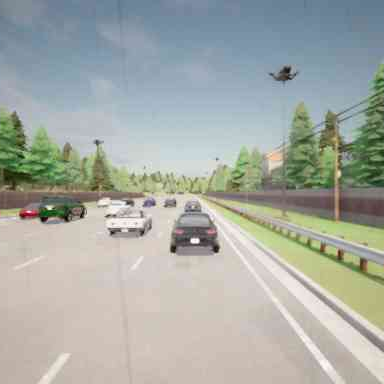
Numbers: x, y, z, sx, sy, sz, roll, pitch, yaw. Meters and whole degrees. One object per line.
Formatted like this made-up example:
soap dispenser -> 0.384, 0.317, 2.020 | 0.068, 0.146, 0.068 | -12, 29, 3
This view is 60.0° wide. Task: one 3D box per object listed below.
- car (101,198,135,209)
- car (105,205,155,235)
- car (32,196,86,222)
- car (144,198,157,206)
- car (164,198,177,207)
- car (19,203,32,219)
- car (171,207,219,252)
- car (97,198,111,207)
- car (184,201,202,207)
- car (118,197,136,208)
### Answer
car -> -6.893, 1.618, 31.785 | 1.812, 1.442, 4.674 | 0, 0, 0
car -> -3.398, 1.657, 19.086 | 1.895, 1.301, 4.718 | 0, 0, 0
car -> -10.396, 1.301, 26.943 | 2.150, 2.045, 5.566 | 0, 0, 0
car -> -6.890, 1.685, 55.202 | 1.812, 1.442, 4.674 | 0, 0, 0
car -> -3.396, 1.648, 53.967 | 2.128, 1.511, 4.902 | 0, 0, 0
car -> -13.899, 1.653, 30.377 | 1.994, 1.385, 4.181 | 0, 0, 0
car -> 0.103, 1.566, 14.063 | 1.812, 1.442, 4.674 | 0, 0, 0
car -> -13.892, 1.683, 54.093 | 1.812, 1.442, 4.674 | 0, 0, 0
car -> 0.102, 1.652, 36.236 | 2.033, 1.411, 5.357 | 0, 0, 0
car -> -10.394, 1.632, 53.169 | 1.882, 1.535, 5.008 | 0, 0, 0
